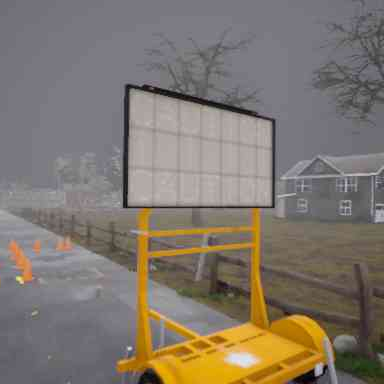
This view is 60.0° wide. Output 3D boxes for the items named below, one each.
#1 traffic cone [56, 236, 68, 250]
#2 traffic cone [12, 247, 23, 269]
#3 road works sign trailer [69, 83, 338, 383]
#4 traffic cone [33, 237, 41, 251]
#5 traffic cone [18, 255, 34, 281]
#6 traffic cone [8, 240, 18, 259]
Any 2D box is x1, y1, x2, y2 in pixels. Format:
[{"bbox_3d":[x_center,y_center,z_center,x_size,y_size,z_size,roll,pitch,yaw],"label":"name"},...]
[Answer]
[{"bbox_3d":[-6.222,2.397,15.724,0.340,0.580,0.340,2,-2,-32],"label":"traffic cone"},{"bbox_3d":[-5.797,2.259,11.275,0.340,0.580,0.340,2,-2,-32],"label":"traffic cone"},{"bbox_3d":[0.085,0.610,4.349,2.380,3.560,2.880,2,-2,-37],"label":"road works sign trailer"},{"bbox_3d":[-7.069,2.371,15.195,0.340,0.580,0.340,2,-2,-32],"label":"traffic cone"},{"bbox_3d":[-4.738,2.216,9.579,0.340,0.580,0.340,2,-2,-32],"label":"traffic cone"},{"bbox_3d":[-6.857,2.302,12.971,0.340,0.580,0.340,2,-2,-32],"label":"traffic cone"}]
